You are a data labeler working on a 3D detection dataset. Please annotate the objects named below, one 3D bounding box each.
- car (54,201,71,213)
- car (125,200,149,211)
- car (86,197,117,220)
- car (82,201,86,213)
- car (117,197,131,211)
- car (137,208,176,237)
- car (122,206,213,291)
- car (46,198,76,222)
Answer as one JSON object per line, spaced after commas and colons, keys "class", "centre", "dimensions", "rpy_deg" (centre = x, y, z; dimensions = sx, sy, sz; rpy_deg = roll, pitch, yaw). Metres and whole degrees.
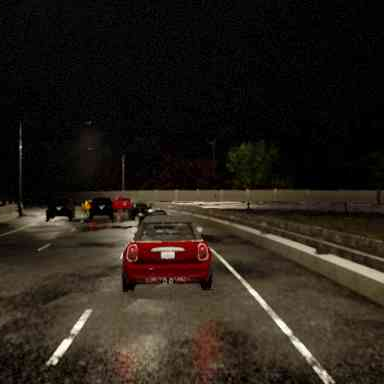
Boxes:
{"class": "car", "centre": [-16.958, 1.928, 43.485], "dimensions": [1.837, 1.490, 4.892], "rpy_deg": [0, -1, -23]}
{"class": "car", "centre": [-4.980, 1.805, 31.564], "dimensions": [1.837, 1.490, 4.892], "rpy_deg": [0, -1, -16]}
{"class": "car", "centre": [-8.796, 1.533, 32.174], "dimensions": [2.150, 2.045, 5.566], "rpy_deg": [0, 0, -16]}
{"class": "car", "centre": [-13.577, 1.899, 44.465], "dimensions": [1.882, 1.535, 5.008], "rpy_deg": [0, 0, -24]}
{"class": "car", "centre": [-9.359, 1.640, 43.649], "dimensions": [2.150, 2.045, 5.566], "rpy_deg": [0, 0, -23]}
{"class": "car", "centre": [-2.259, 1.755, 20.195], "dimensions": [1.994, 1.385, 4.181], "rpy_deg": [0, -1, -11]}
{"class": "car", "centre": [-0.721, 1.441, 9.491], "dimensions": [2.097, 1.767, 4.553], "rpy_deg": [0, -1, -5]}
{"class": "car", "centre": [-11.824, 1.516, 30.115], "dimensions": [2.150, 2.045, 5.566], "rpy_deg": [0, 0, -17]}
